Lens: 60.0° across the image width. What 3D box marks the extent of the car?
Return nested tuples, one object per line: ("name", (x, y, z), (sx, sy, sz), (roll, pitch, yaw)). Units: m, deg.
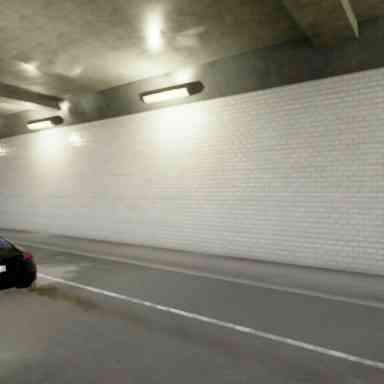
("car", (-5.613, 1.561, 8.000), (4.181, 1.385, 1.994), (0, 0, 35))
